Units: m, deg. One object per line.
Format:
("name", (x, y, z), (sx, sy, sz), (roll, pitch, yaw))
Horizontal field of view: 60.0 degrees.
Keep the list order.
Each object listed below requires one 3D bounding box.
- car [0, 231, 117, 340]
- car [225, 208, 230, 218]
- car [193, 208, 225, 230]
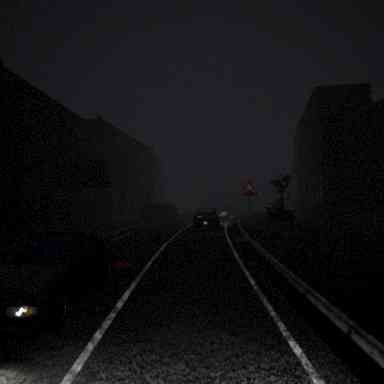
("car", (-3.028, 1.597, 7.163), (2.033, 1.411, 5.357), (0, -1, 1))
("car", (3.772, 2.692, 42.760), (1.895, 1.301, 4.718), (-1, -2, 11))
("car", (1.134, 1.941, 24.537), (2.128, 1.511, 4.902), (0, -2, 6))
